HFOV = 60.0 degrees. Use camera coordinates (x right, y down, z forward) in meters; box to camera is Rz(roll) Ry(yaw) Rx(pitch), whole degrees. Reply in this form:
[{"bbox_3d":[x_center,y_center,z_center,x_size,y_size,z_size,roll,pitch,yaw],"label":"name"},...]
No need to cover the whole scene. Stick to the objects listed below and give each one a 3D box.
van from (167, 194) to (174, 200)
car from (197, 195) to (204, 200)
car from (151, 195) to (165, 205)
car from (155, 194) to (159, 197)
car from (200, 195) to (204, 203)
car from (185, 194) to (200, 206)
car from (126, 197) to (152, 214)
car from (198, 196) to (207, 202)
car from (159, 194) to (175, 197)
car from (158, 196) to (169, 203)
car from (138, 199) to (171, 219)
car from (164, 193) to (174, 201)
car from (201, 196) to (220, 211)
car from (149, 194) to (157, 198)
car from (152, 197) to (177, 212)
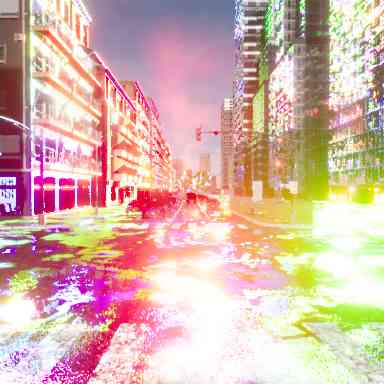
[{"bbox_3d":[-5.981,1.351,91.843,1.690,1.788,3.998,-1,0,0],"label":"van"},{"bbox_3d":[2.368,1.535,92.098,1.752,1.417,4.829,-1,0,0],"label":"car"},{"bbox_3d":[-5.877,1.439,57.950,1.967,1.590,4.097,-1,0,0],"label":"car"},{"bbox_3d":[-5.862,1.312,52.302,2.192,1.841,5.009,-1,0,0],"label":"car"},{"bbox_3d":[2.454,1.551,63.682,2.008,1.369,4.403,-1,0,0],"label":"car"},{"bbox_3d":[-0.066,1.503,55.248,1.837,1.490,4.892,0,0,0],"label":"car"},{"bbox_3d":[-5.807,1.540,35.355,1.887,1.381,4.507,-1,0,0],"label":"car"},{"bbox_3d":[2.420,1.548,74.980,1.887,1.381,4.507,-1,0,0],"label":"car"},{"bbox_3d":[-3.236,1.488,49.189,2.128,1.511,4.902,0,0,0],"label":"car"},{"bbox_3d":[-5.909,1.584,69.249,1.802,1.307,4.206,-1,0,0],"label":"car"},{"bbox_3d":[-3.187,1.560,29.141,1.994,1.385,4.181,0,0,0],"label":"car"},{"bbox_3d":[-5.965,1.322,86.196,2.192,1.841,5.009,-1,0,0],"label":"car"},{"bbox_3d":[2.522,1.541,41.086,1.887,1.381,4.507,-1,0,0],"label":"car"},{"bbox_3d":[-5.826,1.436,41.004,1.967,1.590,4.097,-1,0,0],"label":"car"},{"bbox_3d":[-3.206,1.560,39.067,1.994,1.385,4.181,0,0,0],"label":"car"}]
